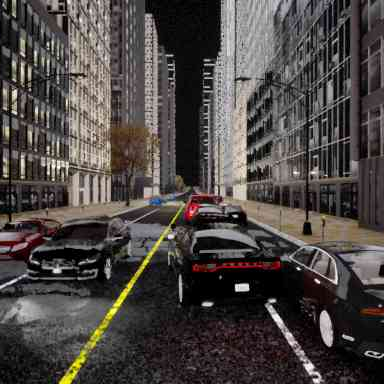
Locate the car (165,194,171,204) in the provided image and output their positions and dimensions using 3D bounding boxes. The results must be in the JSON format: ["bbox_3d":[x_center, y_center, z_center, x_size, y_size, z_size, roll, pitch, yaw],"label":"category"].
[{"bbox_3d":[-5.592,1.518,62.920,2.008,1.369,4.403,0,0,0],"label":"car"}]

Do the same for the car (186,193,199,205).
[{"bbox_3d":[0.095,1.193,58.738,2.150,2.045,5.566,0,0,0],"label":"car"}]

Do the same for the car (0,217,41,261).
[{"bbox_3d":[-5.676,1.580,11.640,1.802,1.307,4.206,0,0,0],"label":"car"}]

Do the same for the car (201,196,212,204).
[{"bbox_3d":[2.788,1.512,62.904,1.887,1.381,4.507,0,0,0],"label":"car"}]

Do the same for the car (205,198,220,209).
[{"bbox_3d":[2.761,1.527,45.809,1.887,1.381,4.507,0,0,0],"label":"car"}]

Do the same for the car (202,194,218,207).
[{"bbox_3d":[2.768,1.293,51.508,2.192,1.841,5.009,0,0,0],"label":"car"}]

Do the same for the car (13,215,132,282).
[{"bbox_3d":[-2.984,1.504,9.798,1.837,1.490,4.892,0,0,0],"label":"car"}]

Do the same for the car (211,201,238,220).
[{"bbox_3d":[2.733,1.538,28.715,1.887,1.381,4.507,0,0,0],"label":"car"}]

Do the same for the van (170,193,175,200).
[{"bbox_3d":[-5.547,1.268,91.413,1.690,1.788,3.998,0,0,0],"label":"van"}]

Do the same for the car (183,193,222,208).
[{"bbox_3d":[0.600,1.217,24.201,2.150,2.045,5.566,0,0,-2],"label":"car"}]

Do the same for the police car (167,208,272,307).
[{"bbox_3d":[0.470,1.424,8.221,1.930,1.638,5.238,0,0,-9],"label":"police car"}]

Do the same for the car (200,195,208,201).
[{"bbox_3d":[2.817,1.471,80.169,1.752,1.417,4.829,0,0,0],"label":"car"}]

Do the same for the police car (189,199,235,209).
[{"bbox_3d":[0.930,1.422,18.321,1.930,1.638,5.238,0,0,0],"label":"police car"}]

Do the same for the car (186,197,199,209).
[{"bbox_3d":[0.097,1.508,45.771,1.812,1.442,4.674,0,0,1],"label":"car"}]

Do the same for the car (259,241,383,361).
[{"bbox_3d":[2.695,1.550,5.922,2.008,1.369,4.403,0,0,0],"label":"car"}]

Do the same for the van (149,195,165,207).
[{"bbox_3d":[-5.612,1.319,51.526,1.690,1.788,3.998,0,0,0],"label":"van"}]

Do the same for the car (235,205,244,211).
[{"bbox_3d":[2.723,1.561,23.017,1.947,1.339,4.313,0,0,0],"label":"car"}]

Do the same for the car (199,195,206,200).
[{"bbox_3d":[2.835,1.493,91.396,1.947,1.339,4.313,0,0,0],"label":"car"}]
